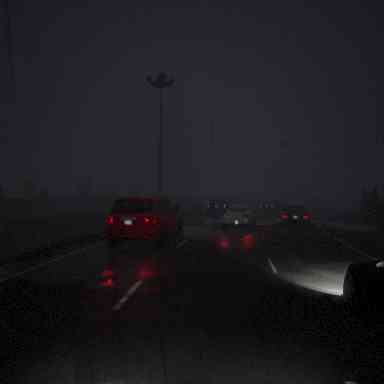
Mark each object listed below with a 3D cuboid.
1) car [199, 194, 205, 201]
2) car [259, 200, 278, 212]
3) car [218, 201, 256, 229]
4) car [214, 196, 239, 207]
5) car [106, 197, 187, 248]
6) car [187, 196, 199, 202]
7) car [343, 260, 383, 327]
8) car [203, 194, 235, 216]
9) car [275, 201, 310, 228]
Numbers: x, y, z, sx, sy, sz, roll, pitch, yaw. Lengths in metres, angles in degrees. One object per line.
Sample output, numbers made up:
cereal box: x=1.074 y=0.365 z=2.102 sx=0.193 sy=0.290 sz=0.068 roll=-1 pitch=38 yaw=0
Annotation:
car: x=2.526 y=1.317 z=61.496 sx=2.150 sy=2.045 sz=5.566 roll=0 pitch=0 yaw=36
car: x=9.122 y=1.569 z=38.043 sx=2.033 sy=1.411 sz=5.357 roll=0 pitch=0 yaw=26
car: x=3.130 y=1.533 z=21.555 sx=1.812 sy=1.442 sz=4.674 roll=0 pitch=0 yaw=14
car: x=5.660 y=1.488 z=53.628 sx=1.882 sy=1.535 sz=5.008 roll=0 pitch=0 yaw=33
car: x=-1.912 y=1.214 z=14.963 sx=2.150 sy=2.045 sz=5.566 roll=0 pitch=0 yaw=10
car: x=-1.451 y=1.537 z=48.475 sx=2.033 sy=1.411 sz=5.357 roll=0 pitch=0 yaw=28
car: x=3.930 y=1.576 z=5.000 sx=1.994 sy=1.385 sz=4.181 roll=0 pitch=0 yaw=4
car: x=2.997 y=1.357 z=32.508 sx=2.097 sy=1.767 sz=4.553 roll=0 pitch=0 yaw=20
car: x=6.927 y=1.566 z=22.497 sx=2.033 sy=1.411 sz=5.357 roll=0 pitch=0 yaw=16
